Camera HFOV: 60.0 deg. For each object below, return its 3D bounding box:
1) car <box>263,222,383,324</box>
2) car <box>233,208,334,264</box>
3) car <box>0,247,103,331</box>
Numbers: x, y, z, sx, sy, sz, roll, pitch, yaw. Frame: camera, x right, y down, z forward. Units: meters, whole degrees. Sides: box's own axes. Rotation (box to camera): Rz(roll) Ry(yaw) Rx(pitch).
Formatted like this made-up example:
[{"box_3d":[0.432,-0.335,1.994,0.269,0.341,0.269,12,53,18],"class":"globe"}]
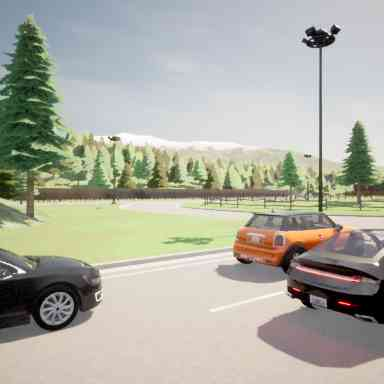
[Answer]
[{"box_3d":[3.958,1.492,6.600,4.902,1.511,2.128,0,0,-35],"class":"car"},{"box_3d":[3.522,1.352,10.575,4.553,1.767,2.097,0,0,-35],"class":"car"},{"box_3d":[-3.899,1.505,5.265,4.892,1.490,1.837,0,0,-35],"class":"car"}]
